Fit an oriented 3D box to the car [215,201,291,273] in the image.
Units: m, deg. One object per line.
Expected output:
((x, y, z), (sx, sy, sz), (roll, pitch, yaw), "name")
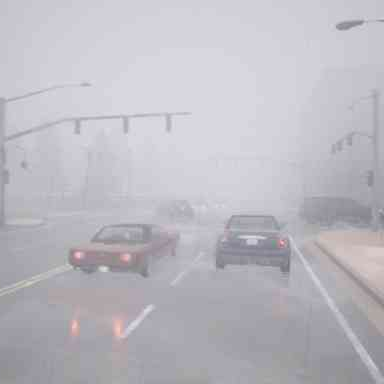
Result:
((2.048, 1.374, 11.096), (2.097, 1.767, 4.553), (1, 0, 11), "car")

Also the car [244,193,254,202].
((14.891, 1.386, 86.790), (2.150, 2.045, 5.566), (1, 0, 12), "car")

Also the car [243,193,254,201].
((12.857, 1.661, 77.267), (1.812, 1.442, 4.674), (1, 0, 12), "car")

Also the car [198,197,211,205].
((1.619, 1.632, 58.373), (1.895, 1.301, 4.718), (1, 0, 13), "car")

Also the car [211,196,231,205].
((5.133, 1.628, 58.089), (1.994, 1.385, 4.181), (1, 0, 13), "car")

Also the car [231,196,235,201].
((8.422, 1.651, 73.253), (1.994, 1.385, 4.181), (1, 0, 12), "car")

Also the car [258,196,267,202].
((16.488, 1.724, 77.512), (1.994, 1.385, 4.181), (1, 0, 12), "car")

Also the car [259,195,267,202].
((18.305, 1.670, 86.031), (1.882, 1.535, 5.008), (1, 0, 12), "car")

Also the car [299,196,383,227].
((10.328, 1.323, 23.164), (5.566, 2.045, 2.150), (1, -2, -6), "car")

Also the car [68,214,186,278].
((-1.705, 1.588, 10.232), (1.895, 1.301, 4.718), (1, 0, 11), "car")

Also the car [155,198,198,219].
((-1.604, 1.345, 28.343), (2.097, 1.767, 4.553), (0, 0, -24), "car")
